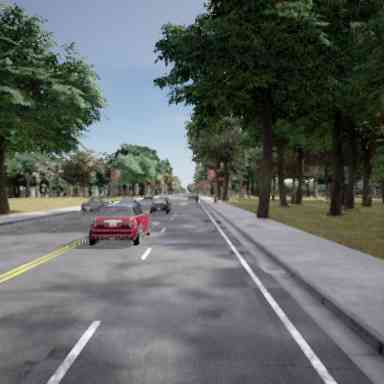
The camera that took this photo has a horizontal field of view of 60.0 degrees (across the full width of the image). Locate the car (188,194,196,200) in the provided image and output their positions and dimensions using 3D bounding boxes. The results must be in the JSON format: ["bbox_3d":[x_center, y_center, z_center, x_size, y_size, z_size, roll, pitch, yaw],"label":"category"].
[{"bbox_3d":[-0.023,1.239,81.546,2.033,1.411,5.357,0,0,0],"label":"car"}]

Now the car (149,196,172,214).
[{"bbox_3d":[-3.161,1.421,34.067,1.812,1.442,4.674,0,0,0],"label":"car"}]

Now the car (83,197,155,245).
[{"bbox_3d":[-3.155,1.300,15.378,2.097,1.767,4.553,0,0,0],"label":"car"}]

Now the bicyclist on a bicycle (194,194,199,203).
[{"bbox_3d":[0.866,1.257,63.925,0.866,1.612,1.509,0,0,0],"label":"bicyclist on a bicycle"}]

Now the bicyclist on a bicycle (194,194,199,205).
[{"bbox_3d":[0.880,1.299,54.191,0.582,1.620,1.656,0,0,0],"label":"bicyclist on a bicycle"}]

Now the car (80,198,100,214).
[{"bbox_3d":[-9.851,1.387,33.911,2.128,1.511,4.902,0,0,0],"label":"car"}]

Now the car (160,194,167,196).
[{"bbox_3d":[-6.521,1.154,75.515,1.812,1.442,4.674,0,0,0],"label":"car"}]

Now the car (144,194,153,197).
[{"bbox_3d":[-9.771,1.146,75.099,1.882,1.535,5.008,0,0,0],"label":"car"}]

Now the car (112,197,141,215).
[{"bbox_3d":[-6.603,1.373,34.062,1.882,1.535,5.008,0,0,0],"label":"car"}]
